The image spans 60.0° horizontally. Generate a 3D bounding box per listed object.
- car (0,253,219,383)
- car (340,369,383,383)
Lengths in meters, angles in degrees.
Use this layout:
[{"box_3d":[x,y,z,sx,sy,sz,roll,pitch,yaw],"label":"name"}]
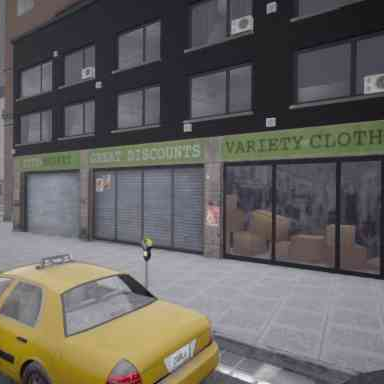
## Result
[{"box_3d":[-1.990,1.524,4.502,4.829,1.417,1.752,0,1,35],"label":"car"},{"box_3d":[2.701,1.551,1.167,4.403,1.369,2.008,0,1,35],"label":"car"}]
